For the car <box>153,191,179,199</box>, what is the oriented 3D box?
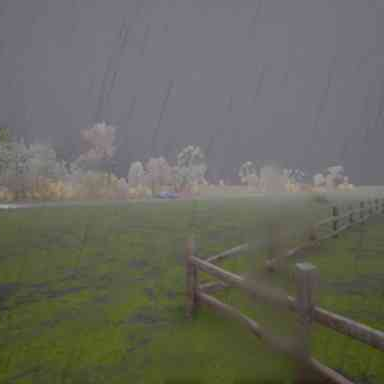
[{"bbox_3d":[-4.562,0.557,59.523,2.033,1.411,5.357,1,1,37],"label":"car"}]
